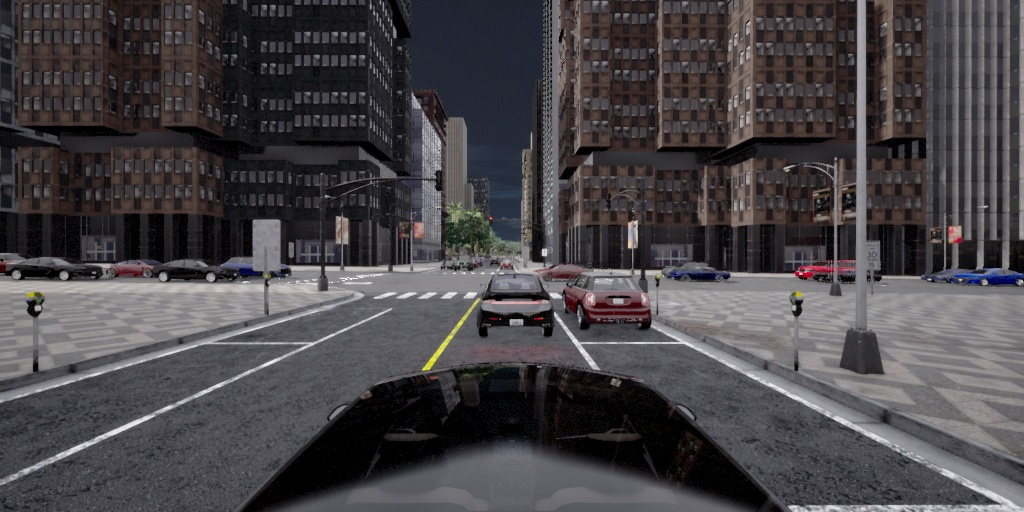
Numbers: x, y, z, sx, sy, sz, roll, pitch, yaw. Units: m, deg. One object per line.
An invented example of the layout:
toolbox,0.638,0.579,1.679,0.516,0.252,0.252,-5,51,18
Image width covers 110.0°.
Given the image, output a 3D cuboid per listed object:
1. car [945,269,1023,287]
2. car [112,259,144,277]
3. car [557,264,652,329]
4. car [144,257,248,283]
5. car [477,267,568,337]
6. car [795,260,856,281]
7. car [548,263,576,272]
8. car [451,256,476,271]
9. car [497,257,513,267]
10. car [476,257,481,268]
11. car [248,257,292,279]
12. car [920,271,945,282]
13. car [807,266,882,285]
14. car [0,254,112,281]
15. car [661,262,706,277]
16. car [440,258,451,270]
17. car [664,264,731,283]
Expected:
car,41.925,1.858,31.512,5.008,1.535,1.882,1,0,0
car,-28.205,0.943,27.482,4.181,1.385,1.994,1,0,-1
car,2.735,1.189,11.178,1.967,1.591,4.097,0,0,0
car,-21.271,0.958,24.297,5.008,1.535,1.882,1,0,-1
car,0.077,1.240,10.292,2.128,1.511,4.902,0,0,-1
car,30.707,1.437,34.694,5.566,2.045,2.150,1,0,-1
car,3.979,1.357,29.361,4.674,1.442,1.812,1,0,-19
car,-6.584,0.968,49.380,2.150,2.045,5.566,0,0,0
car,-0.756,1.192,52.560,1.967,1.591,4.097,0,0,-1
car,-6.665,1.245,59.370,1.882,1.535,5.008,0,0,0
car,-19.561,0.852,27.562,4.553,1.767,2.097,1,0,0
car,43.170,1.942,34.765,5.357,1.411,2.033,1,0,0
car,29.245,1.795,31.436,4.718,1.301,1.895,1,0,0
car,-30.738,0.824,24.216,5.008,1.535,1.882,1,0,0
car,16.823,1.361,34.581,4.553,1.767,2.097,1,0,-1
car,-9.280,1.318,52.482,1.948,1.339,4.313,0,0,-1
car,16.268,1.607,31.326,4.718,1.301,1.895,1,0,-1
